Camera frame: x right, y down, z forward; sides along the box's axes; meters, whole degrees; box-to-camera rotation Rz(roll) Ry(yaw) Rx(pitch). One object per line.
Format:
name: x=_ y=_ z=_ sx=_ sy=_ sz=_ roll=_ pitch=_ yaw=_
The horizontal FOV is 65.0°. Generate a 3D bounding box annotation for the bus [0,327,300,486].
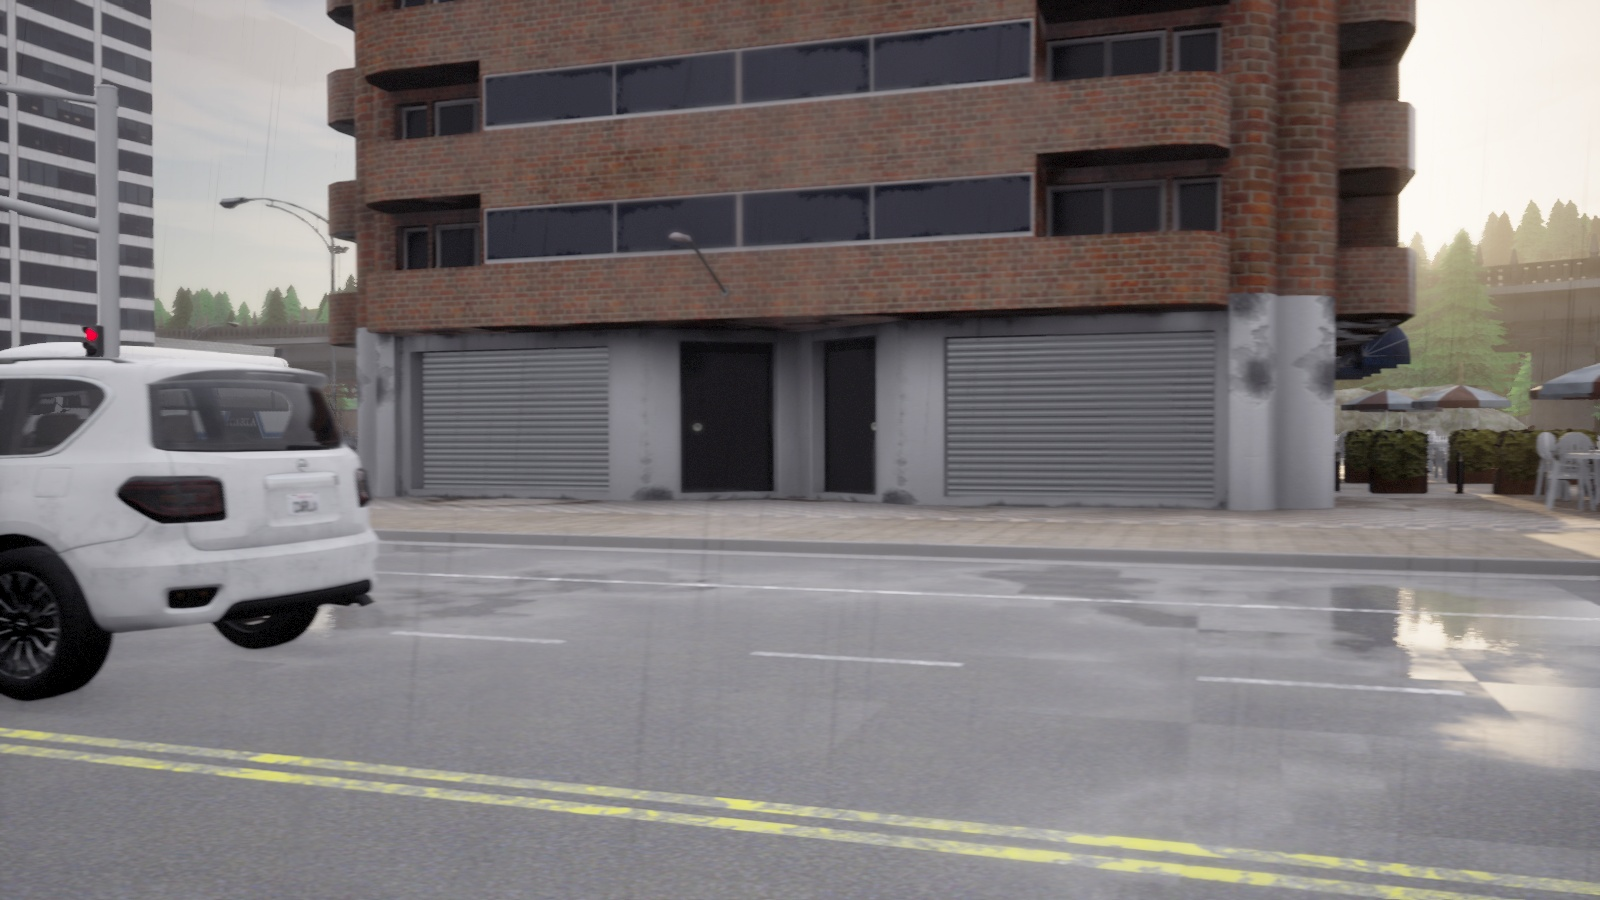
bus: x=-20.798 y=-1.257 z=39.238 sx=3.944 sy=4.253 sz=10.273 roll=1 pitch=1 yaw=18

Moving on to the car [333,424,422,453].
car: x=-25.152 y=-0.678 z=74.854 sx=4.611 sy=1.667 sz=2.242 roll=1 pitch=1 yaw=18

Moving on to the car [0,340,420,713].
car: x=-5.686 y=0.383 z=8.795 sx=5.566 sy=2.045 sz=2.150 roll=1 pitch=1 yaw=19
